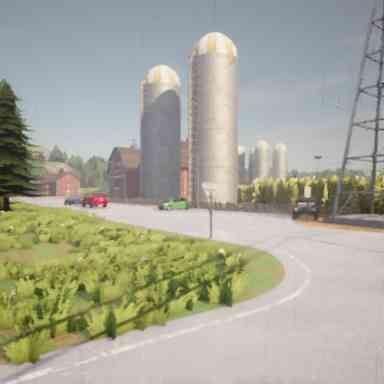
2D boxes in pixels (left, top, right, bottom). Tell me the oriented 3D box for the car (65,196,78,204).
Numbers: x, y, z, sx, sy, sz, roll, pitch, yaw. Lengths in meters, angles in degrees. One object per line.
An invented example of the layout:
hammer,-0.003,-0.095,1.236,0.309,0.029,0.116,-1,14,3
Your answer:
car,-19.298,1.445,54.063,1.812,1.442,4.674,0,0,-35

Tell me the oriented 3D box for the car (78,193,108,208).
car,-13.354,1.141,45.643,2.150,2.045,5.566,0,0,-35

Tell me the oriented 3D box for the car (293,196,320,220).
car,9.513,1.306,27.506,1.905,1.878,3.866,0,0,24

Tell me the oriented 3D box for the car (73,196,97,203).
car,-21.378,1.491,66.740,4.181,1.381,1.994,0,0,-36

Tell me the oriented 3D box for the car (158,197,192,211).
car,-2.069,1.424,39.963,3.988,1.617,1.851,0,0,-36
